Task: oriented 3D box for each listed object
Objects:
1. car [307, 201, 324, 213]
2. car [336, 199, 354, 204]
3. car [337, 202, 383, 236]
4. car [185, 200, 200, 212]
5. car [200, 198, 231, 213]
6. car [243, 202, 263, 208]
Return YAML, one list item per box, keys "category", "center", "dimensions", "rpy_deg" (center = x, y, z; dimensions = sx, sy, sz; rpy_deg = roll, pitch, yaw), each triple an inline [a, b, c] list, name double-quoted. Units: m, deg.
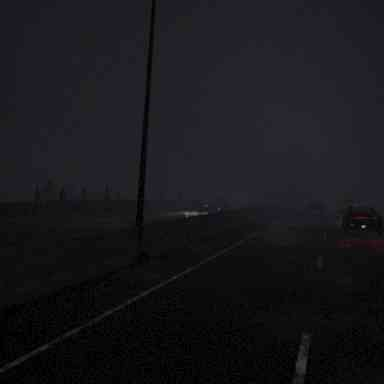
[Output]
- category: "car"
  center: [15.478, 1.827, 41.746]
  dimensions: [1.882, 1.535, 5.008]
  rpy_deg: [0, -2, 22]
- category: "car"
  center: [17.853, 1.608, 38.363]
  dimensions: [2.097, 1.767, 4.553]
  rpy_deg: [0, -2, 23]
- category: "car"
  center: [9.738, 1.562, 19.230]
  dimensions: [2.128, 1.511, 4.902]
  rpy_deg: [0, 0, 23]
- category: "car"
  center: [0.729, 1.731, 43.199]
  dimensions: [2.128, 1.511, 4.902]
  rpy_deg: [0, -2, 23]
- category: "car"
  center: [3.116, 1.537, 39.906]
  dimensions: [2.097, 1.767, 4.553]
  rpy_deg: [0, -1, 23]
- category: "car"
  center: [7.837, 1.867, 41.999]
  dimensions: [1.895, 1.301, 4.718]
  rpy_deg: [0, -2, 23]
